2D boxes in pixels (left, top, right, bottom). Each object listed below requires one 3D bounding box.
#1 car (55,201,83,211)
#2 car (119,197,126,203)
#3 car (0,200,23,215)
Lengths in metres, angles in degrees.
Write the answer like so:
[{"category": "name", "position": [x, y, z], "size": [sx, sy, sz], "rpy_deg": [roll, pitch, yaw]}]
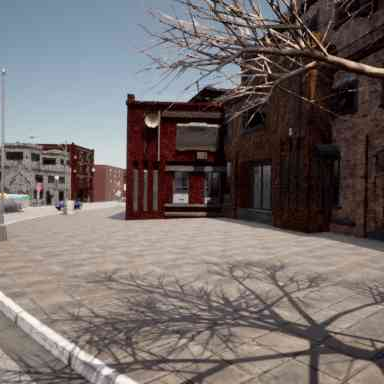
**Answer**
[{"category": "car", "position": [-16.275, 1.792, 44.340], "size": [1.895, 1.301, 4.718], "rpy_deg": [1, 0, 3]}, {"category": "car", "position": [-17.463, 1.991, 85.230], "size": [1.812, 1.442, 4.674], "rpy_deg": [1, -1, 3]}, {"category": "car", "position": [-20.226, 1.606, 35.652], "size": [2.033, 1.411, 5.357], "rpy_deg": [1, 0, 0]}]
